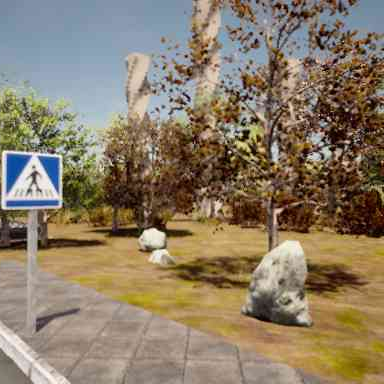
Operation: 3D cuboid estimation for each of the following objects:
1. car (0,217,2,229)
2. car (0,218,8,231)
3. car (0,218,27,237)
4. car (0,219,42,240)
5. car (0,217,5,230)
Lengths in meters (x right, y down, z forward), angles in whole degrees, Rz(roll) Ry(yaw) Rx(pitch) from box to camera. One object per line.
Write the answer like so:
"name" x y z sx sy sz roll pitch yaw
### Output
"car" -27.442 4.078 43.020 4.792 1.488 2.163 0 -3 -36
"car" -24.150 3.812 38.607 4.674 1.452 2.002 1 -3 -36
"car" -17.584 3.213 29.770 4.792 1.488 2.163 1 -3 -36
"car" -12.716 2.708 23.117 4.892 1.521 2.231 0 -4 -36
"car" -25.779 3.951 40.822 4.674 1.452 2.002 1 -3 -36
